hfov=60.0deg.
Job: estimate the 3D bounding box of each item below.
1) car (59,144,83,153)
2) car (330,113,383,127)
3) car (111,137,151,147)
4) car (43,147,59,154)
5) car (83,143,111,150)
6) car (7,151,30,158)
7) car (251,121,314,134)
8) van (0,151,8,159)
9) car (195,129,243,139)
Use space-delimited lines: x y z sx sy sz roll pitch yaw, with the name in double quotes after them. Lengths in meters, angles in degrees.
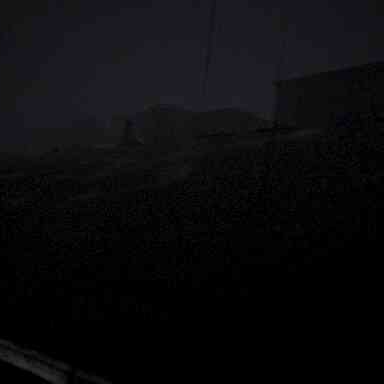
-14.308 -5.239 41.958 4.553 1.767 2.185 2 1 41 "car"
10.837 -4.079 20.343 4.674 1.452 2.002 3 2 40 "car"
-5.868 -4.921 34.649 4.553 1.767 2.185 2 1 41 "car"
-18.480 -5.392 45.571 4.553 1.767 2.185 2 1 41 "car"
-10.022 -4.912 38.247 4.674 1.452 2.002 2 1 41 "car"
-26.808 -5.560 52.781 4.892 1.521 2.231 2 1 41 "car"
6.573 -4.309 23.886 4.892 1.521 2.231 2 2 41 "car"
-30.882 -5.924 56.311 4.442 1.987 1.878 2 1 41 "van"
2.397 -4.480 27.491 4.892 1.521 2.231 2 1 41 "car"
